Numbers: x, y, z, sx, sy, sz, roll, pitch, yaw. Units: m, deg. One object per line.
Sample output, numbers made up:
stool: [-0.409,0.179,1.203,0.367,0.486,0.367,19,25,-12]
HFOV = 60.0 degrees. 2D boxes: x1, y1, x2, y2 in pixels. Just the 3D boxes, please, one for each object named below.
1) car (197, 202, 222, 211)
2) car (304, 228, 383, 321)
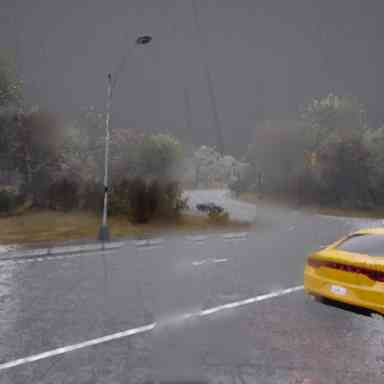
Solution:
car: [2.317,1.907,41.628,1.895,1.301,4.718,2,0,-20]
car: [4.458,1.497,6.944,5.008,1.535,1.882,1,0,-35]
